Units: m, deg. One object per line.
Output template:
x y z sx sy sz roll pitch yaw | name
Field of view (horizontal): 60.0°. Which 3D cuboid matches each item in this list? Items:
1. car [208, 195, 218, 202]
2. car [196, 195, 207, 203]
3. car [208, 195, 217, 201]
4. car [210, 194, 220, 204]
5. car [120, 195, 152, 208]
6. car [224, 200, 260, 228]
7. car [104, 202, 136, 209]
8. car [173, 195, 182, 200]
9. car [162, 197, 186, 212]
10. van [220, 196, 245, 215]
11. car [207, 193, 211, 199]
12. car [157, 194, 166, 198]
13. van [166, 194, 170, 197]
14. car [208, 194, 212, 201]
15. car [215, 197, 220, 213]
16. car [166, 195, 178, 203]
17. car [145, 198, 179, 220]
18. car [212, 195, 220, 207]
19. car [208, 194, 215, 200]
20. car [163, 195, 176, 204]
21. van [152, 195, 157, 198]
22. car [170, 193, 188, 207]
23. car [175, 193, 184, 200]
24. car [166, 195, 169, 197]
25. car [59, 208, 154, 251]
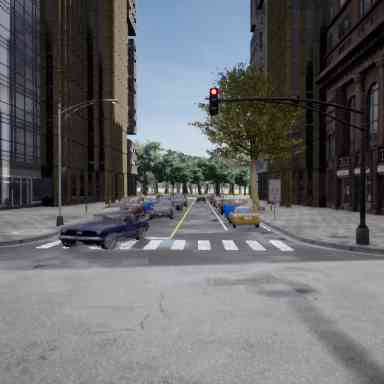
4.653 1.411 72.830 2.008 1.369 4.403 0 0 1 | car
1.820 1.385 65.877 1.837 1.490 4.892 0 0 1 | car
4.798 1.425 78.508 1.802 1.307 4.206 0 0 1 | car
4.075 1.469 50.122 1.887 1.381 4.507 -1 0 1 | car
-5.029 1.288 27.620 2.192 1.841 5.009 -1 0 1 | car
3.356 1.507 21.903 1.752 1.417 4.829 -1 0 1 | car
-5.170 1.564 21.942 1.802 1.307 4.206 -1 0 1 | car
-3.580 1.371 84.398 1.887 1.381 4.507 0 0 1 | car
-2.075 1.554 38.312 1.895 1.301 4.718 0 0 2 | car
3.494 1.315 27.412 1.690 1.788 3.998 -1 0 1 | van
4.362 1.208 61.475 2.192 1.841 5.009 -1 0 1 | car
-4.739 1.267 38.976 2.192 1.841 5.009 -1 0 1 | car
-4.305 1.249 56.010 1.690 1.788 3.998 0 0 1 | van
4.219 1.459 55.799 2.008 1.369 4.403 -1 0 1 | car
3.641 1.530 33.089 1.947 1.339 4.313 -1 0 1 | car
-4.014 1.421 67.365 1.887 1.381 4.507 0 0 1 | car
-2.353 1.480 27.567 1.837 1.490 4.892 0 0 1 | car
3.935 1.463 44.614 1.752 1.417 4.829 -1 0 1 | car
4.946 1.351 84.355 1.752 1.417 4.829 0 0 1 | car
-4.160 1.333 61.687 1.967 1.590 4.097 0 0 1 | car
-4.884 1.305 33.299 1.690 1.788 3.998 -1 0 1 | van
-1.740 1.276 49.994 2.097 1.767 4.553 0 0 2 | car
-3.438 1.123 90.076 2.192 1.841 5.009 0 0 1 | car
-4.592 1.489 44.655 2.008 1.369 4.403 -1 0 1 | car
-3.514 1.574 14.216 1.895 1.301 4.718 0 -1 15 | car
